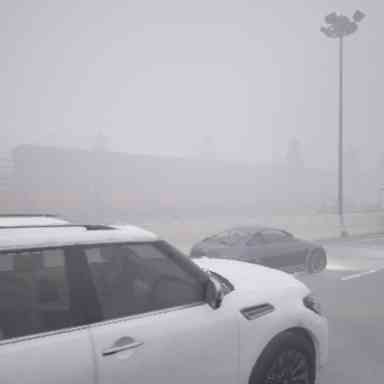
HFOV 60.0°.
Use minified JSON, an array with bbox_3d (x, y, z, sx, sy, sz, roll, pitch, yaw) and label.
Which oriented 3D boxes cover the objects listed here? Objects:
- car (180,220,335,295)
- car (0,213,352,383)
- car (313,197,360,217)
[{"bbox_3d":[1.959,1.633,9.463,4.181,1.385,1.994,1,0,-35],"label":"car"},{"bbox_3d":[-1.135,1.232,2.992,5.566,2.045,2.150,0,0,-35],"label":"car"},{"bbox_3d":[16.100,1.557,36.965,5.566,2.045,2.150,1,0,-35],"label":"car"}]
